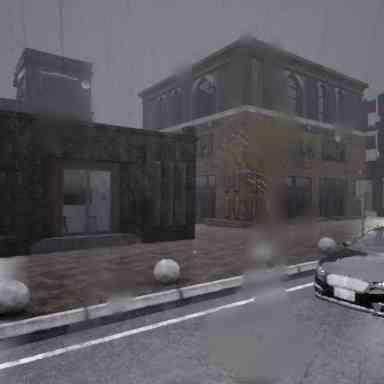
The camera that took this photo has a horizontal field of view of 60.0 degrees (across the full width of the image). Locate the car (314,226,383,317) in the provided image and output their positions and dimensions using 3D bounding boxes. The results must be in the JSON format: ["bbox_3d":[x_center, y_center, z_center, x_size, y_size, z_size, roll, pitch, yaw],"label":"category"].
[{"bbox_3d":[4.625,1.495,7.161,4.902,1.511,2.128,0,0,-35],"label":"car"}]
